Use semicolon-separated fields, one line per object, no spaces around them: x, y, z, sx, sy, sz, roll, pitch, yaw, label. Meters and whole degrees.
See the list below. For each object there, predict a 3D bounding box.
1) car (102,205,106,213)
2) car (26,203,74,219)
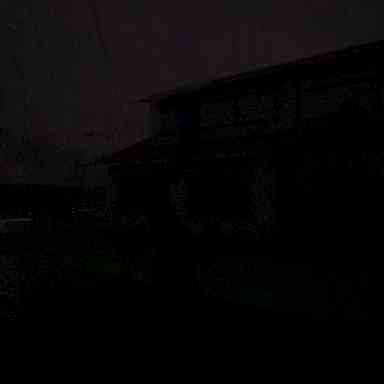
-8.221;1.671;38.694;1.837;1.490;4.892;0;0;35;car
-13.376;1.730;31.452;1.994;1.385;4.181;0;0;35;car
